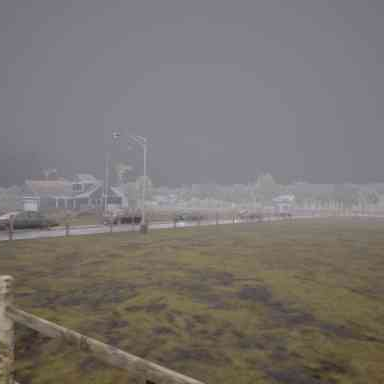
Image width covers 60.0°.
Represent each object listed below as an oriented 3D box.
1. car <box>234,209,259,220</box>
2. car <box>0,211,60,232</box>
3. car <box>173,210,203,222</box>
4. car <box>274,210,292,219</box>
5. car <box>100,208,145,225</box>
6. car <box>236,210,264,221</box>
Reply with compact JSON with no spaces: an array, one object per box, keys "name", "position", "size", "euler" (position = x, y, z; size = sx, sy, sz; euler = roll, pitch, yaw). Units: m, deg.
[{"name":"car","position":[8.811,3.568,53.544],"size":[1.882,1.535,5.008],"euler":[0,-3,35]},{"name":"car","position":[-12.249,2.105,23.891],"size":[2.033,1.411,5.357],"euler":[0,-2,34]},{"name":"car","position":[-0.416,2.950,40.663],"size":[1.994,1.385,4.181],"euler":[0,-2,35]},{"name":"car","position":[16.299,3.914,59.190],"size":[1.882,1.535,5.008],"euler":[0,-3,35]},{"name":"car","position":[-6.606,2.300,31.934],"size":[2.097,1.767,4.553],"euler":[0,-2,35]},{"name":"car","position":[8.934,3.382,48.783],"size":[2.128,1.511,4.902],"euler":[0,-2,35]}]
